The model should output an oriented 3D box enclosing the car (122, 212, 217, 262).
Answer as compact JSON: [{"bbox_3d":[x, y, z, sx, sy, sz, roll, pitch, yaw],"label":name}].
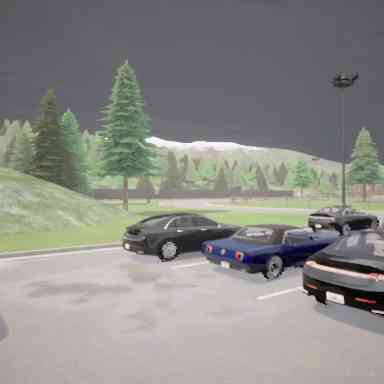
[{"bbox_3d":[-0.134,1.515,12.245,4.892,1.490,1.837,0,0,-35],"label":"car"}]

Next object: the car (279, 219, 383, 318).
[{"bbox_3d":[4.295,1.501,6.806,4.902,1.511,2.128,0,0,-36],"label":"car"}]

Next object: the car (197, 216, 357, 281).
[{"bbox_3d":[2.675,1.611,9.948,4.718,1.301,1.895,0,0,-35],"label":"car"}]

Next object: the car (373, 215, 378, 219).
[{"bbox_3d":[10.775,1.548,15.721,4.674,1.442,1.812,0,0,-36],"label":"car"}]

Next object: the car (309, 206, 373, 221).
[{"bbox_3d":[8.401,1.515,18.326,4.902,1.511,2.128,0,0,-35],"label":"car"}]
